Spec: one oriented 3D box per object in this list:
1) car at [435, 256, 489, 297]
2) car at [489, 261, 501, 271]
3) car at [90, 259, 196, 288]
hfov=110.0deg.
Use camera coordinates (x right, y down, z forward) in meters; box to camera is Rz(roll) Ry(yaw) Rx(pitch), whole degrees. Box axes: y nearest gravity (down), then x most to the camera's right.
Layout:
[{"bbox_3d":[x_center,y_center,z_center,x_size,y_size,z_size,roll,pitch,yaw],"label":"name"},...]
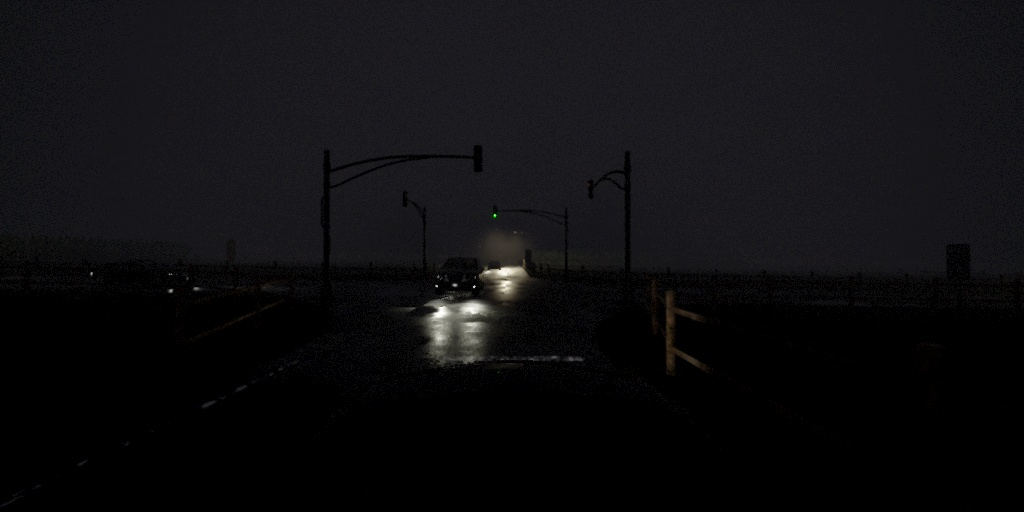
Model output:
[{"bbox_3d":[-2.732,1.045,19.924,2.150,2.045,5.566,1,0,0],"label":"car"},{"bbox_3d":[-2.672,1.470,54.573,1.882,1.535,5.008,0,0,0],"label":"car"},{"bbox_3d":[-20.664,0.954,20.231,4.902,1.511,2.128,1,0,0],"label":"car"}]
